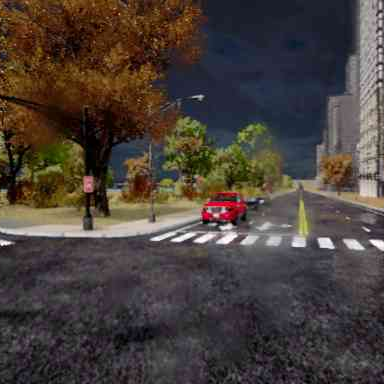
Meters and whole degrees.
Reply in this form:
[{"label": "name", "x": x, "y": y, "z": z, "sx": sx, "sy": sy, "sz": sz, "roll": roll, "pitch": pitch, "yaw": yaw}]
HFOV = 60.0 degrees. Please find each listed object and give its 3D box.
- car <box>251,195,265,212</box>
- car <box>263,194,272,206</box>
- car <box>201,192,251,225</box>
[{"label": "car", "x": 5.877, "y": 1.273, "z": 33.556, "sx": 1.994, "sy": 1.385, "sz": 4.181, "roll": 0, "pitch": 0, "yaw": 18}, {"label": "car", "x": 9.754, "y": 1.092, "z": 45.385, "sx": 2.128, "sy": 1.511, "sz": 4.902, "roll": 0, "pitch": 0, "yaw": 18}, {"label": "car", "x": 2.333, "y": 1.032, "z": 22.730, "sx": 2.150, "sy": 2.045, "sz": 5.566, "roll": 0, "pitch": 0, "yaw": 19}]
